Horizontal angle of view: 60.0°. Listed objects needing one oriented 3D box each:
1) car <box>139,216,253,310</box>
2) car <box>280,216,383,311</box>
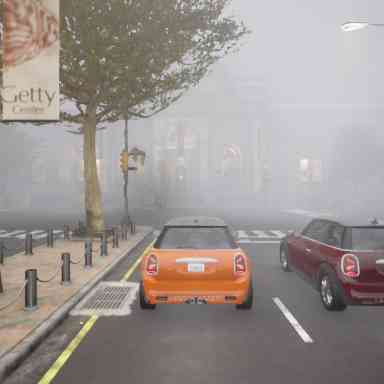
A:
[{"bbox_3d":[0.086,1.352,7.998,2.097,1.767,4.553,0,0,0],"label":"car"},{"bbox_3d":[3.586,1.352,7.900,2.097,1.767,4.553,0,0,0],"label":"car"}]
